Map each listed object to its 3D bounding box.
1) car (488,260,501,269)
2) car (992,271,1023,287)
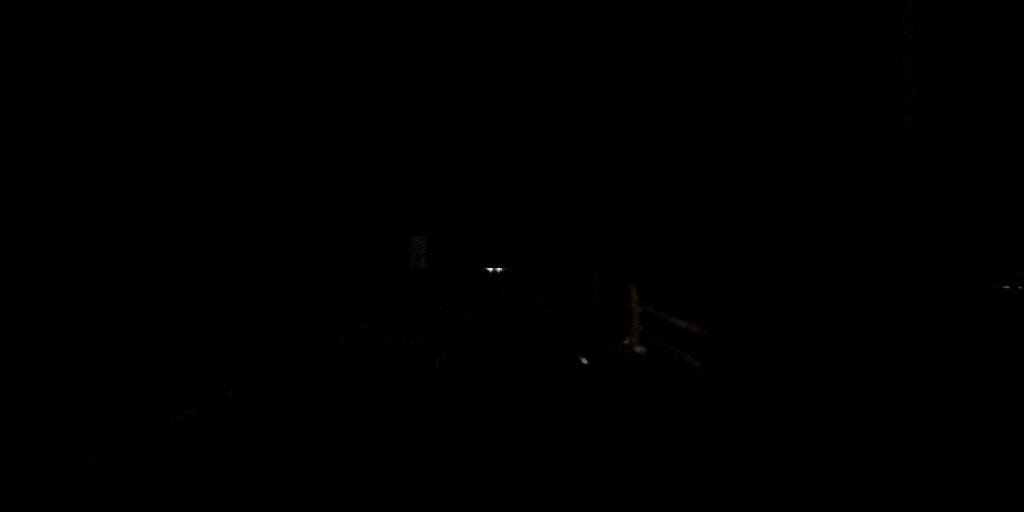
[{"bbox_3d":[-2.747,1.299,57.644,1.994,1.385,4.181,0,1,0],"label":"car"},{"bbox_3d":[49.115,2.180,34.311,4.674,1.442,1.812,1,0,0],"label":"car"}]
